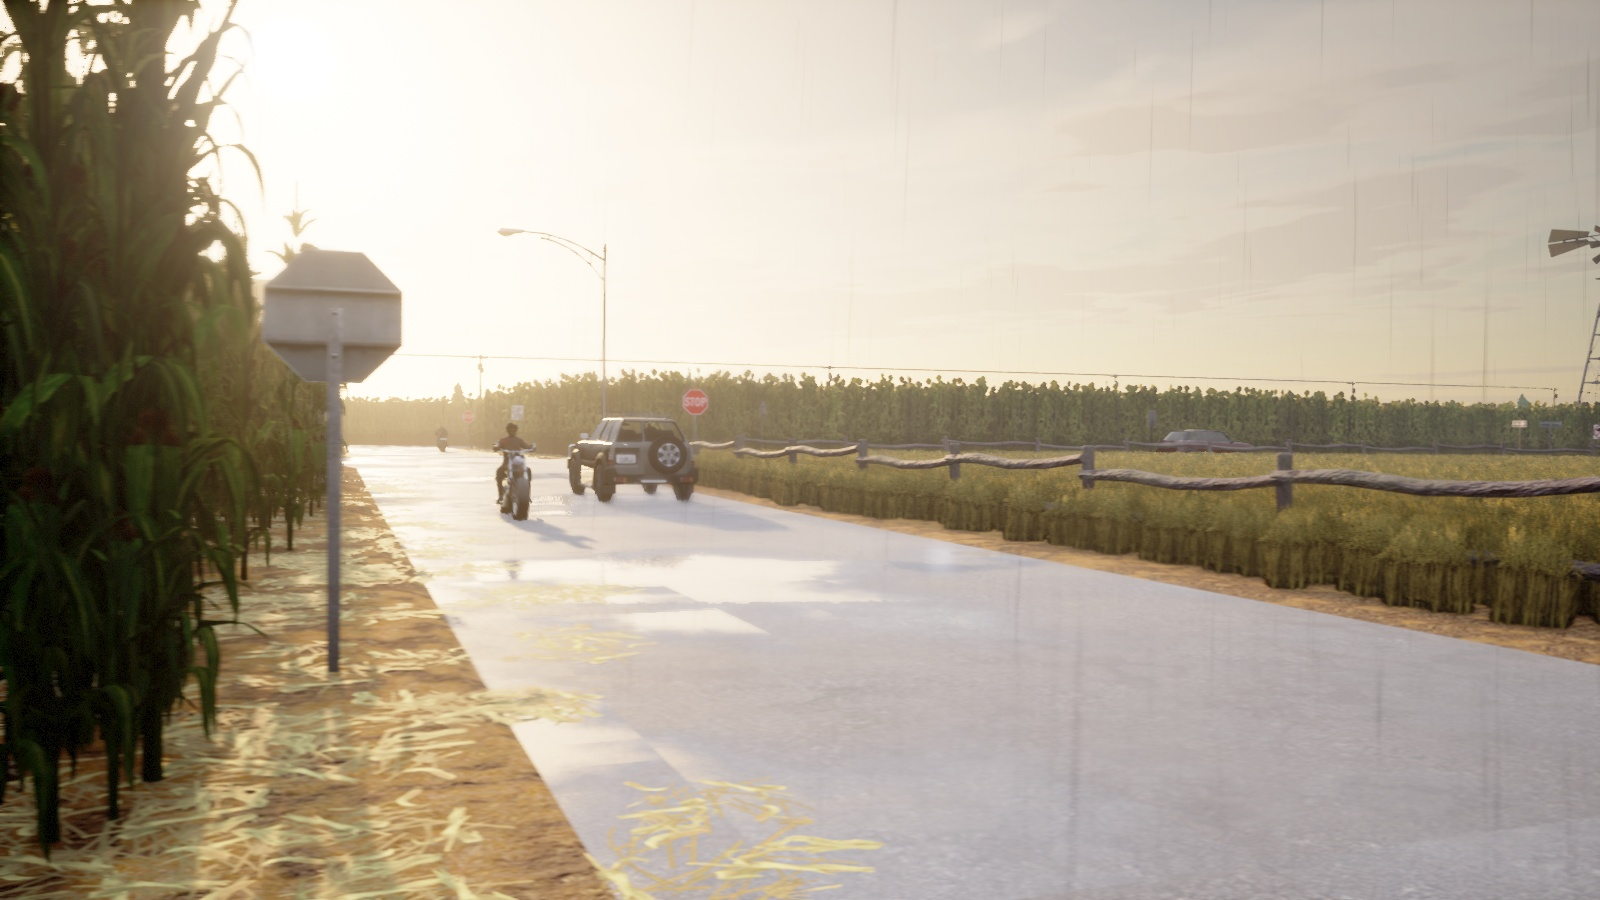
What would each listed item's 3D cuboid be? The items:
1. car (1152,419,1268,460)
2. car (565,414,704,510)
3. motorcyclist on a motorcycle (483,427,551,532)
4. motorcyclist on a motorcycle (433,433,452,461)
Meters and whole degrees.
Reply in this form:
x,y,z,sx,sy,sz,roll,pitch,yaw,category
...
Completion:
x,y,z,sx,sy,sz,roll,pitch,yaw,category
18.143,-0.485,55.537,4.553,1.767,2.097,-1,1,-20,car
-3.651,0.190,26.896,1.932,1.855,4.605,-1,1,-21,car
-4.786,0.449,21.127,0.766,1.649,2.350,-1,1,-21,motorcyclist on a motorcycle
-20.051,-0.160,70.395,0.866,1.530,2.191,-1,1,-21,motorcyclist on a motorcycle
